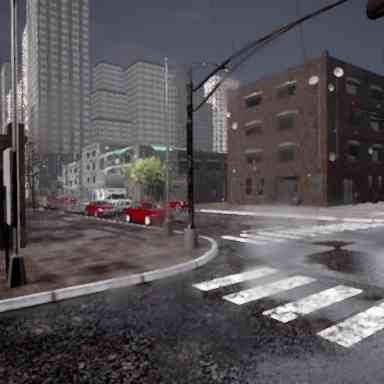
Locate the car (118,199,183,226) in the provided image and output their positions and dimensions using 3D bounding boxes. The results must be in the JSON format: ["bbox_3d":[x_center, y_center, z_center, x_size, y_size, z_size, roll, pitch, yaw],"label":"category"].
[{"bbox_3d":[-2.784,1.311,21.290,1.887,1.381,4.507,-1,0,-35],"label":"car"}]

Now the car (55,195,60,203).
[{"bbox_3d":[-27.758,1.727,71.869,1.802,1.307,4.206,-1,0,-35],"label":"car"}]

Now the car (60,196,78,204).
[{"bbox_3d":[-24.591,1.537,67.333,1.967,1.590,4.097,-1,0,-35],"label":"car"}]

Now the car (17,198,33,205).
[{"bbox_3d":[-31.457,1.758,62.534,1.947,1.339,4.313,-1,0,-35],"label":"car"}]

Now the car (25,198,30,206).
[{"bbox_3d":[-28.469,1.691,58.246,1.887,1.381,4.507,-1,0,-35],"label":"car"}]

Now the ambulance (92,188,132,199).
[{"bbox_3d":[-8.129,0.877,33.859,2.351,2.431,6.366,-1,0,-35],"label":"ambulance"}]

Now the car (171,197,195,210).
[{"bbox_3d":[-1.494,1.191,34.520,1.967,1.590,4.097,-1,0,-35],"label":"car"}]

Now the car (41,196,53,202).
[{"bbox_3d":[-37.367,1.819,85.612,1.752,1.417,4.829,-1,0,-35],"label":"car"}]

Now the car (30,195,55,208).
[{"bbox_3d":[-22.075,1.575,49.006,1.752,1.417,4.829,-1,0,-35],"label":"car"}]

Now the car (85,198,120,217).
[{"bbox_3d":[-7.941,1.423,28.668,1.802,1.307,4.206,-1,0,-35],"label":"car"}]
